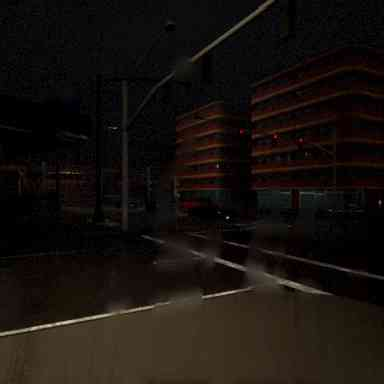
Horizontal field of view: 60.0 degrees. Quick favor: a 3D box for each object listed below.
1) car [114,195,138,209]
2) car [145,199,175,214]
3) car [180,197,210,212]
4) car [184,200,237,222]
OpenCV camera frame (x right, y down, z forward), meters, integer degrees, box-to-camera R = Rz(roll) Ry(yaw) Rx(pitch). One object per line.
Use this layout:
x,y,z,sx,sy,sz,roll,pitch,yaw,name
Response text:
-8.747,1.506,44.256,1.837,1.490,4.892,0,0,-31,car
-3.556,1.526,35.445,1.812,1.442,4.674,0,0,-30,car
0.507,1.352,35.795,2.097,1.767,4.553,0,0,-30,car
1.543,1.601,26.803,1.895,1.301,4.718,0,0,-31,car
